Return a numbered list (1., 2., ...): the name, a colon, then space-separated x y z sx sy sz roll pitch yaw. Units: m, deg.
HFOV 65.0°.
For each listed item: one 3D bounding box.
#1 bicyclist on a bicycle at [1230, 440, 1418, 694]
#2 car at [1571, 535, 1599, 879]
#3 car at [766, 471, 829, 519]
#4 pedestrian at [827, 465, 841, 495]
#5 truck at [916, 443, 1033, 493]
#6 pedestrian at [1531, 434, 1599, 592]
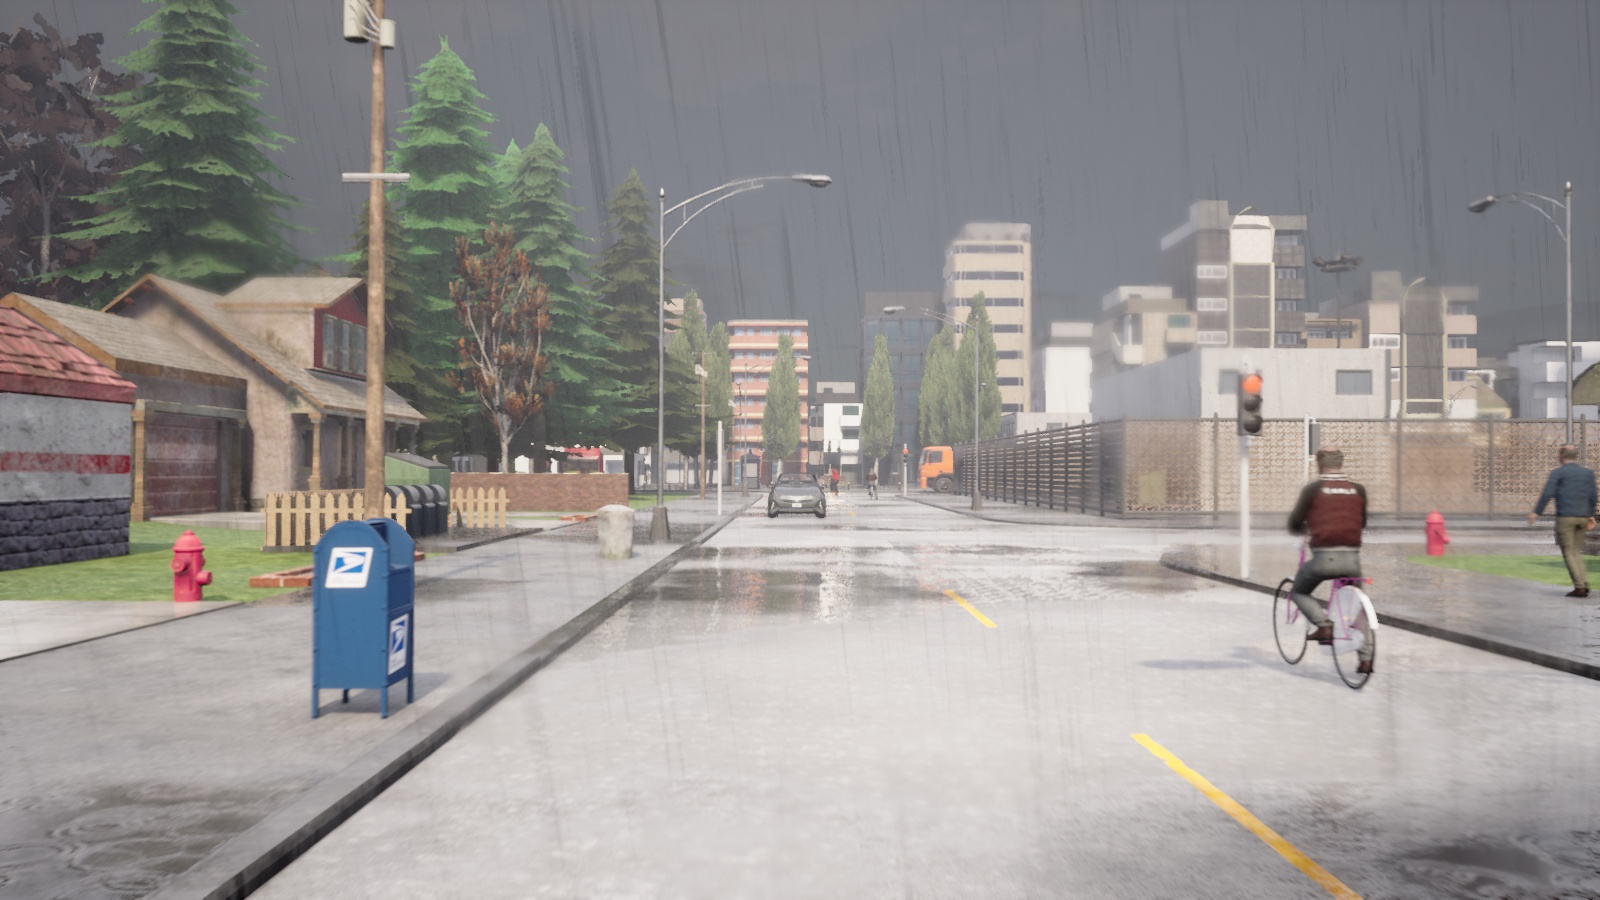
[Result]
1. bicyclist on a bicycle: 3.988 0.832 9.720 0.659 1.776 1.843 0 -1 0
2. car: 3.995 0.942 2.580 1.895 1.301 4.718 0 -1 0
3. car: -0.094 1.476 42.639 2.007 1.525 4.514 0 -1 0
4. pedestrian: 2.179 1.909 80.067 0.899 1.844 0.634 0 -1 0
5. truck: 12.431 1.290 90.028 7.936 3.462 2.891 0 -1 0
6. pedestrian: 9.170 0.739 15.024 0.402 1.842 0.726 0 -1 -1
